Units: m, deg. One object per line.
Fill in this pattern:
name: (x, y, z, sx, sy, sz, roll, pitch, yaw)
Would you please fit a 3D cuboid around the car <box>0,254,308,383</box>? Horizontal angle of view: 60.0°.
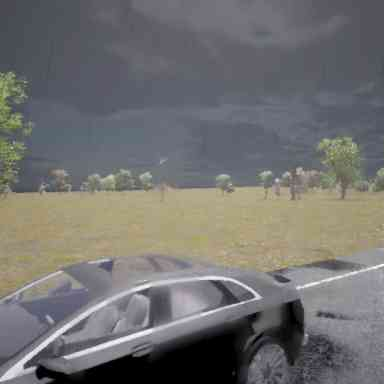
car: (-0.864, 1.496, 3.396, 4.902, 1.511, 2.128, 0, 0, -36)
